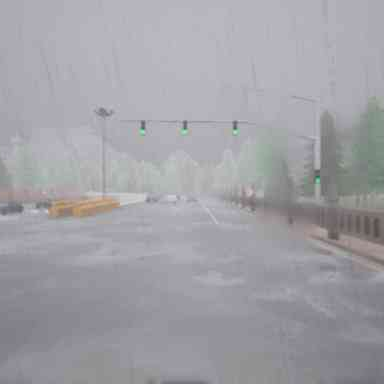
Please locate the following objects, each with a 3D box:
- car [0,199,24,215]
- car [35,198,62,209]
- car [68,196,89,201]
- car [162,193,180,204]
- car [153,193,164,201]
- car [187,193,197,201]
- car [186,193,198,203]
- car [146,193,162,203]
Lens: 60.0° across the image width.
[{"bbox_3d":[-17.573,1.394,31.166,1.994,1.385,4.181,0,0,0],"label":"car"},{"bbox_3d":[-17.563,1.377,41.269,1.895,1.301,4.718,0,0,0],"label":"car"},{"bbox_3d":[-17.523,1.267,51.671,2.033,1.411,5.357,0,0,1],"label":"car"},{"bbox_3d":[-3.399,1.230,54.683,1.812,1.442,4.674,0,0,0],"label":"car"},{"bbox_3d":[-6.982,0.957,69.393,1.837,1.490,4.892,0,0,0],"label":"car"},{"bbox_3d":[0.018,0.997,69.391,2.033,1.411,5.357,0,0,0],"label":"car"},{"bbox_3d":[0.015,1.228,58.972,2.033,1.411,5.357,0,0,0],"label":"car"},{"bbox_3d":[-6.985,1.030,59.360,2.097,1.767,4.553,0,0,0],"label":"car"}]
